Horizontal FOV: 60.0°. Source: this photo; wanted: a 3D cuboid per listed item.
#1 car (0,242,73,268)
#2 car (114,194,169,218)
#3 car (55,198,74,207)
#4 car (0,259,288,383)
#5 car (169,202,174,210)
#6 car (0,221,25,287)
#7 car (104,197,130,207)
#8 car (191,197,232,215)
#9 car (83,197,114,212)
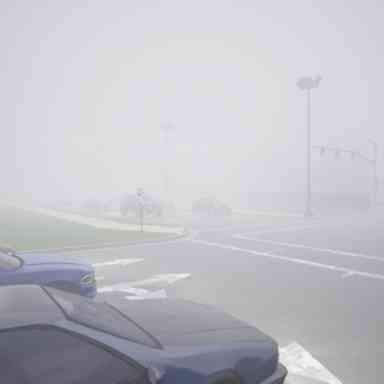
[{"bbox_3d":[-4.032,1.478,5.190,5.008,1.535,1.882,0,0,-35],"label":"car"},{"bbox_3d":[-4.720,1.215,30.387,2.150,2.045,5.566,0,0,-36],"label":"car"},{"bbox_3d":[-19.387,1.556,50.597,1.994,1.385,4.181,0,0,-35],"label":"car"},{"bbox_3d":[-1.639,1.547,2.593,5.357,1.411,2.033,0,0,-35],"label":"car"},{"bbox_3d":[-4.157,1.482,41.494,2.128,1.511,4.902,0,0,-36],"label":"car"},{"bbox_3d":[-6.395,1.564,7.805,4.181,1.385,1.994,0,0,-35],"label":"car"},{"bbox_3d":[-11.843,1.537,52.079,2.033,1.411,5.357,0,0,-36],"label":"car"},{"bbox_3d":[1.877,1.343,33.225,2.097,1.767,4.553,0,0,-36],"label":"car"},{"bbox_3d":[-11.478,1.485,39.656,2.128,1.511,4.902,0,0,-36],"label":"car"}]
